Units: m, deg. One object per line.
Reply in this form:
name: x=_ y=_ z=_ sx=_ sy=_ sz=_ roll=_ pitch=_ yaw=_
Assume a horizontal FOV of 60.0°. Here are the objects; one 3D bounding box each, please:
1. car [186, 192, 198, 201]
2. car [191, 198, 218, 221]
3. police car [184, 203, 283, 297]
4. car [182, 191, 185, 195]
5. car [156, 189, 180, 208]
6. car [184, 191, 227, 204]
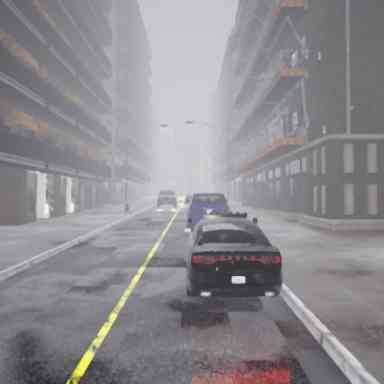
car: x=-0.005 y=0.697 z=59.989 sx=2.128 sy=1.511 sz=4.902 roll=0 pitch=1 yaw=0
car: x=0.823 y=1.201 z=24.360 sx=1.812 sy=1.442 sz=4.674 roll=0 pitch=1 yaw=0
police car: x=0.824 y=1.311 z=8.462 sx=1.930 sy=1.638 sz=5.238 roll=0 pitch=1 yaw=0
car: x=0.004 y=0.896 z=45.690 sx=1.837 sy=1.490 sz=4.892 roll=0 pitch=1 yaw=0
car: x=-2.851 y=0.703 z=38.900 sx=2.150 sy=2.045 sz=5.566 roll=0 pitch=1 yaw=0
car: x=0.824 y=0.979 z=18.385 sx=2.150 sy=2.045 sz=5.566 roll=0 pitch=1 yaw=0
